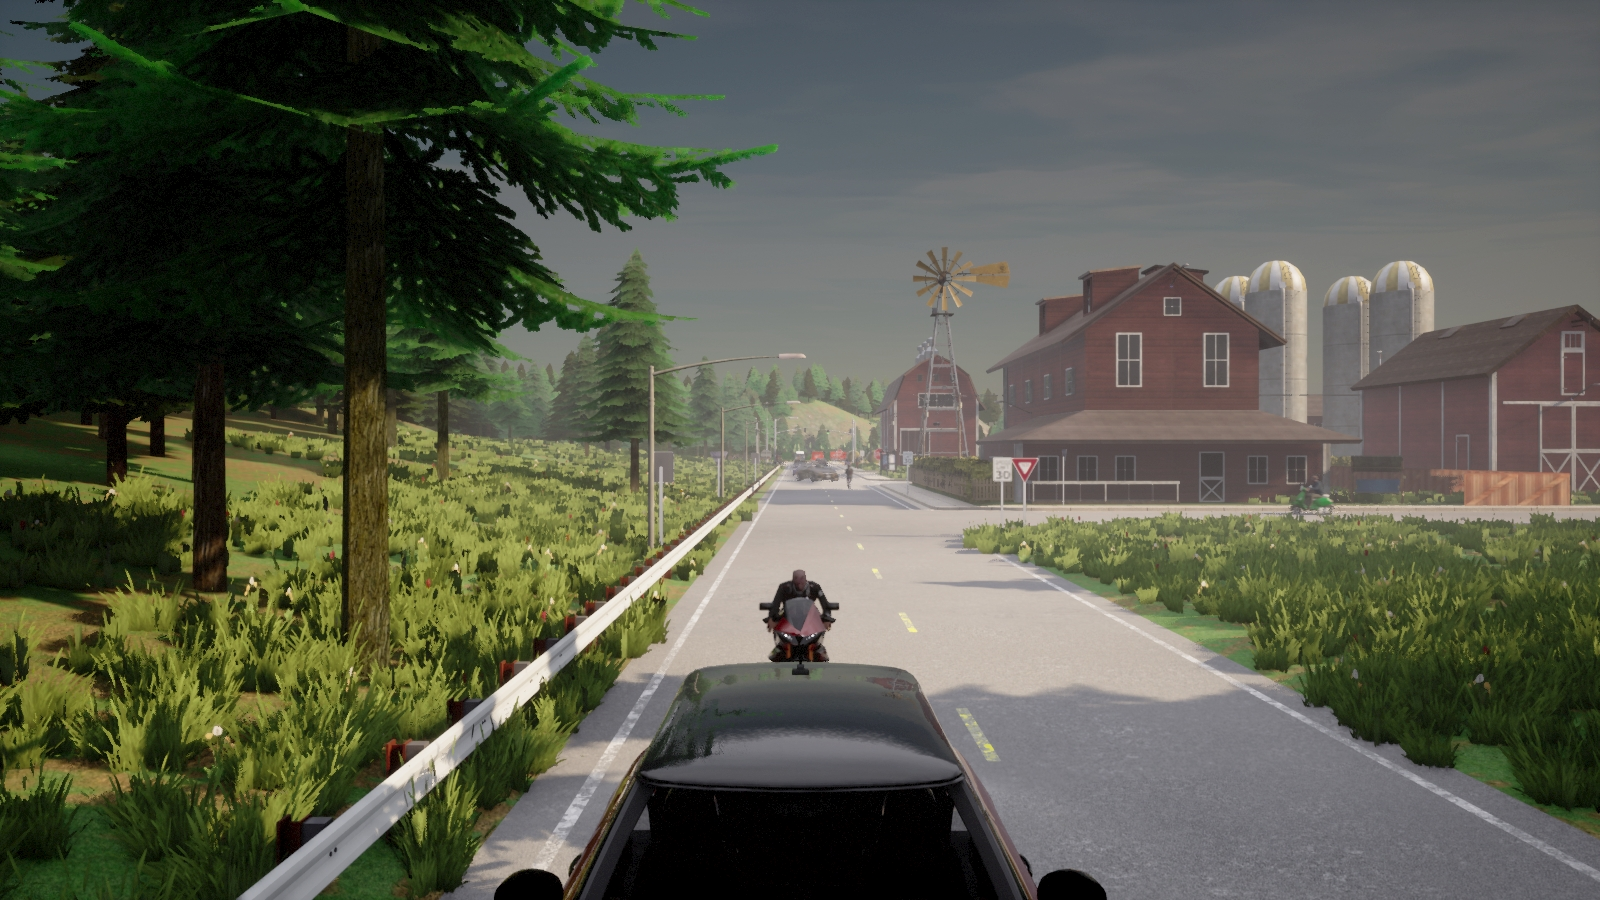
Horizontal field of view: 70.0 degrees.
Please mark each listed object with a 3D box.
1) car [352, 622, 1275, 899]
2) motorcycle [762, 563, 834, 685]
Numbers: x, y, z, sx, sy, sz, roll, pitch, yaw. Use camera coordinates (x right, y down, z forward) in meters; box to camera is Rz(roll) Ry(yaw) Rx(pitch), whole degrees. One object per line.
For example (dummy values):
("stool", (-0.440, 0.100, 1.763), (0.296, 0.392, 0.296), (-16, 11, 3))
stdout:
("car", (0.033, 1.906, 4.501), (2.097, 1.767, 4.553), (0, 0, 0))
("motorcycle", (-0.024, 2.205, 14.894), (0.867, 1.251, 2.209), (0, 0, 0))
